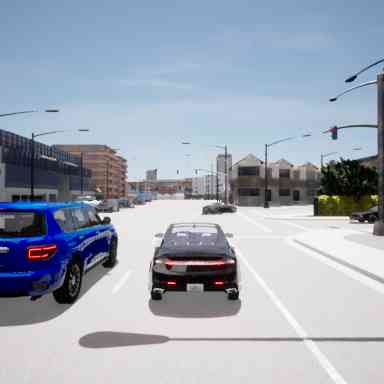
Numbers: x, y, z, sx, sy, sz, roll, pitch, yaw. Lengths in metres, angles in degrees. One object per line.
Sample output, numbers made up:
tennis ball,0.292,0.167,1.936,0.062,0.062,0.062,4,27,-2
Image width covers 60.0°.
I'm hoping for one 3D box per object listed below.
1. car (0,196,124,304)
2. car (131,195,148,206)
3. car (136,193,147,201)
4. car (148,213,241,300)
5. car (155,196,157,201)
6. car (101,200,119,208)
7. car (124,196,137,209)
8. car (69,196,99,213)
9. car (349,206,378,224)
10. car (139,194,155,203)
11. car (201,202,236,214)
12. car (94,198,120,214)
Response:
car,-3.442,1.239,8.343,2.150,2.045,5.566,0,0,0
car,-10.600,1.874,66.197,1.837,1.490,4.892,0,0,0
car,-14.109,1.446,92.787,2.150,2.045,5.566,0,0,0
car,0.059,1.506,8.387,2.128,1.511,4.902,0,0,0
car,-10.608,1.737,91.569,2.128,1.511,4.902,0,0,0
car,-14.146,2.026,57.682,1.895,1.301,4.718,0,0,0
car,-10.651,1.936,54.213,1.837,1.490,4.892,0,1,0
car,-14.152,1.575,43.786,2.150,2.045,5.566,0,-1,0
car,15.071,1.686,25.515,5.357,1.411,2.033,0,-1,0
car,-10.590,1.758,76.970,2.033,1.411,5.357,0,1,0
car,3.112,1.862,38.016,4.181,1.385,1.994,0,-1,-38
car,-10.647,1.693,41.856,2.097,1.767,4.553,0,0,0
